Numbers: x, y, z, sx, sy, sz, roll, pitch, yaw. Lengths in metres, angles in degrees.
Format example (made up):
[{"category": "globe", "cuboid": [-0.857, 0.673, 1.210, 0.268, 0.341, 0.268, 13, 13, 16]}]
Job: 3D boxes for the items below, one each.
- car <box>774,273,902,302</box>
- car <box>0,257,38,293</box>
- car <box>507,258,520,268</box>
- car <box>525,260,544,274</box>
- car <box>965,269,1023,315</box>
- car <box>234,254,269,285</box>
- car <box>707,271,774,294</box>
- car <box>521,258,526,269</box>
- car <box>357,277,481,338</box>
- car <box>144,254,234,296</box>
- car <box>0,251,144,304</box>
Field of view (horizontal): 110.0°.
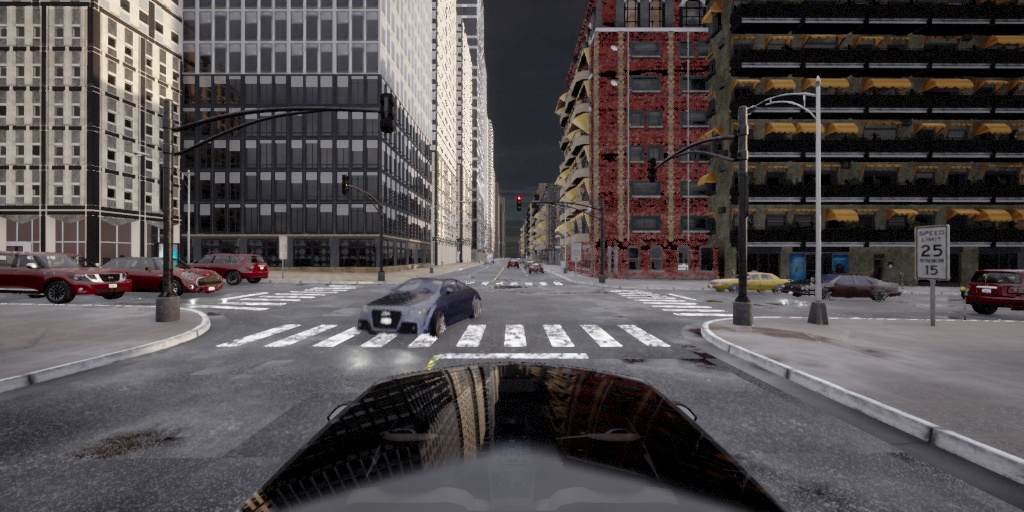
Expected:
[{"category": "car", "cuboid": [17.825, 1.657, 19.524, 5.357, 1.411, 2.033, 1, 0, 0]}, {"category": "car", "cuboid": [-24.941, 0.789, 16.018, 5.008, 1.535, 1.882, 1, 0, -1]}, {"category": "car", "cuboid": [0.189, 1.249, 61.393, 1.882, 1.535, 5.008, 0, 0, 0]}, {"category": "car", "cuboid": [2.800, 1.341, 41.805, 1.802, 1.307, 4.207, 0, 0, 0]}, {"category": "car", "cuboid": [20.616, 1.461, 13.785, 5.009, 1.841, 2.192, 0, 0, 0]}, {"category": "car", "cuboid": [-17.680, 0.776, 21.856, 5.009, 1.841, 2.192, 0, 0, 0]}, {"category": "car", "cuboid": [14.660, 1.587, 22.090, 4.829, 1.417, 1.751, 0, 0, 0]}, {"category": "car", "cuboid": [2.769, 1.317, 54.723, 2.007, 1.370, 4.403, 0, 0, 0]}, {"category": "car", "cuboid": [-2.393, 1.309, 10.234, 1.994, 1.385, 4.181, 0, 0, 16]}, {"category": "car", "cuboid": [-15.722, 0.835, 16.082, 4.553, 1.767, 2.097, 1, 0, 0]}, {"category": "car", "cuboid": [-17.558, 0.757, 13.477, 5.009, 1.841, 2.192, 0, 0, 0]}]
